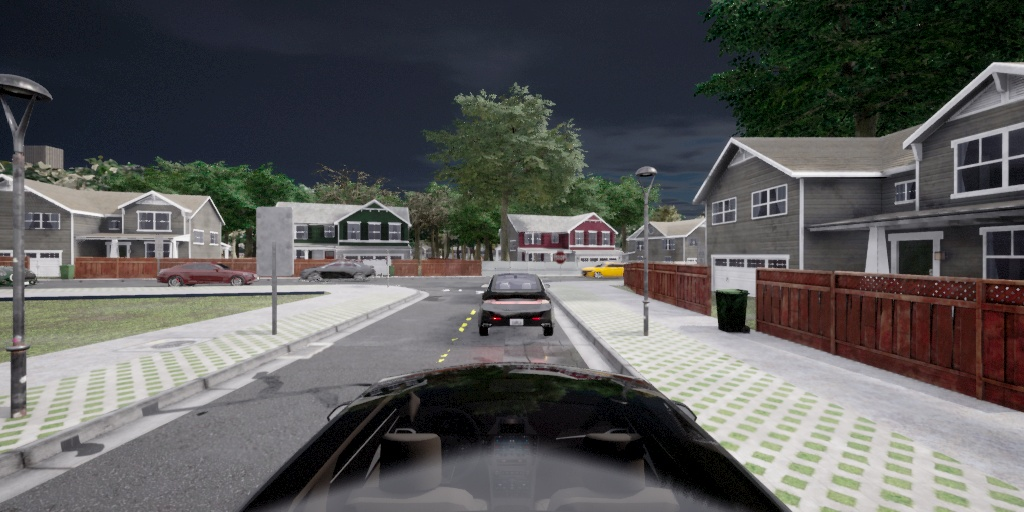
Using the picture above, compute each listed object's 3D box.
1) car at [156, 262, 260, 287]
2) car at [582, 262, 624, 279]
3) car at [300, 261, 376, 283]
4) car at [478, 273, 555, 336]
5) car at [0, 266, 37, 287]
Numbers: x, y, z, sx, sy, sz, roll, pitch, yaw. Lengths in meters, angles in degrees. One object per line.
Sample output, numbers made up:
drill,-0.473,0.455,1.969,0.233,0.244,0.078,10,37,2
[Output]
car,-17.563,1.071,20.932,4.674,1.442,1.812,1,0,-20
car,8.925,1.343,33.690,5.008,1.535,1.882,1,0,-20
car,-12.478,1.105,25.911,4.902,1.511,2.128,1,0,-20
car,0.104,1.240,10.314,2.128,1.511,4.902,0,0,0
car,-26.897,0.776,17.532,4.553,1.767,2.097,1,0,-20
